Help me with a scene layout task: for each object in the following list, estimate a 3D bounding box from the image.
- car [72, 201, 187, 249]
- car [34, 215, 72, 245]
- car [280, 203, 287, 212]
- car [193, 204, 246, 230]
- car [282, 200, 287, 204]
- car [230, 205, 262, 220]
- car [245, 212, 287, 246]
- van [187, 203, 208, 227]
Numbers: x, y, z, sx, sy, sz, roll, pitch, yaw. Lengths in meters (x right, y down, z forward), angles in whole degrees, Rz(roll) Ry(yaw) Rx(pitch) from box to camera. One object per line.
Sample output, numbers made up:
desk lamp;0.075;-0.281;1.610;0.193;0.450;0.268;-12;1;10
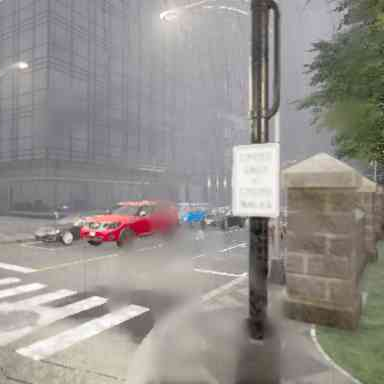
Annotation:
car;-2.764;1.469;16.362;2.150;2.045;5.566;0;-1;31
car;-5.660;1.776;16.736;2.008;1.369;4.403;0;-1;31
car;7.734;2.110;33.547;1.812;1.442;4.674;0;-1;31
car;2.428;1.913;24.871;2.128;1.511;4.902;0;-1;31
car;14.478;2.139;49.756;2.192;1.841;5.009;0;-1;31
car;5.847;2.141;35.603;1.887;1.381;4.507;0;-1;31
car;4.501;1.907;17.021;1.802;1.307;4.206;0;-1;31
van;0.094;1.761;26.172;1.690;1.788;3.998;0;-1;31
